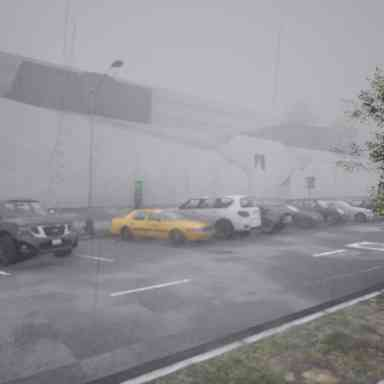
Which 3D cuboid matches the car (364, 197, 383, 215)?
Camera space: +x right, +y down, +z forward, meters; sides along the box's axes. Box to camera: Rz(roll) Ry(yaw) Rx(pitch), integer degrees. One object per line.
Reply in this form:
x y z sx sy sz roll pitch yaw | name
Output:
17.975 1.239 29.337 4.792 1.488 2.163 -1 0 35 | car

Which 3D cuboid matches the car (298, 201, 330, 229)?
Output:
5.730 1.443 20.646 4.674 1.452 2.002 -1 -1 35 | car

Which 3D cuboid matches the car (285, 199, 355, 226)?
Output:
8.145 1.242 22.404 4.553 1.767 2.185 -1 -1 35 | car

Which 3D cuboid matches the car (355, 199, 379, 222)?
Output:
10.615 1.372 24.128 4.674 1.452 2.002 -1 -1 35 | car

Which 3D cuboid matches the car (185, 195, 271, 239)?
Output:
0.807 1.199 17.170 5.566 2.045 2.435 -1 0 35 | car

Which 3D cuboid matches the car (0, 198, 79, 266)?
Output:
-6.477 1.239 11.917 5.566 2.045 2.435 -1 -1 35 | car

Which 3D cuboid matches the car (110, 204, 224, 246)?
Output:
-1.459 1.462 15.309 5.366 1.575 1.946 -1 -1 34 | car

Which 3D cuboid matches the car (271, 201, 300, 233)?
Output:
3.253 1.457 18.910 4.792 1.488 2.163 -1 0 35 | car

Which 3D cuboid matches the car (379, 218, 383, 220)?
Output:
13.064 1.293 25.861 5.008 1.535 2.097 -1 0 35 | car
